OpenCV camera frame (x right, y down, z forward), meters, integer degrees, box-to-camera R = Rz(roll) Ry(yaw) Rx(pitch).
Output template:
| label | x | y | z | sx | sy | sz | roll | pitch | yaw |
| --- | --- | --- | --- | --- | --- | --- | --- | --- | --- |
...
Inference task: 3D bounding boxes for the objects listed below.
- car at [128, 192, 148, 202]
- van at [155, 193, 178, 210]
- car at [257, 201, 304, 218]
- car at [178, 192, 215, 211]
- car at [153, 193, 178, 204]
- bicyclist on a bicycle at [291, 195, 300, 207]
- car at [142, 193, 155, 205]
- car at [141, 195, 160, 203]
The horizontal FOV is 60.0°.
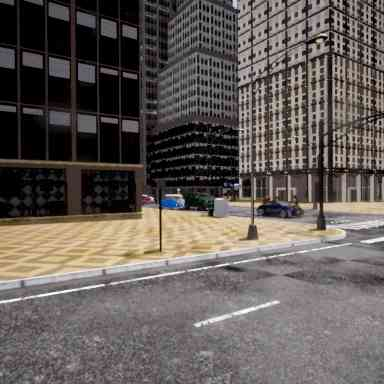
| label | x | y | z | sx | sy | sz | roll | pitch | yaw |
| --- | --- | --- | --- | --- | --- | --- | --- | --- | --- |
| car | -10.936 | 0.980 | 67.135 | 2.192 | 1.841 | 5.009 | 0 | 0 | -34 |
| van | -2.408 | 1.209 | 39.484 | 1.690 | 1.788 | 3.998 | 0 | 0 | -34 |
| car | 7.672 | 1.477 | 29.153 | 1.994 | 1.385 | 4.181 | -1 | 1 | -34 |
| car | 1.046 | 1.080 | 38.977 | 2.150 | 2.045 | 5.566 | -1 | 0 | -34 |
| car | -4.745 | 1.034 | 57.947 | 2.192 | 1.841 | 5.009 | 0 | 0 | -34 |
| bicyclist on a bicycle | 11.978 | 1.116 | 38.388 | 1.656 | 1.620 | 0.582 | -1 | 1 | -34 |
| car | -7.729 | 1.308 | 52.078 | 1.812 | 1.442 | 4.674 | -1 | 0 | -34 |
| car | -7.840 | 1.237 | 62.542 | 1.887 | 1.381 | 4.507 | 0 | 0 | -34 |
